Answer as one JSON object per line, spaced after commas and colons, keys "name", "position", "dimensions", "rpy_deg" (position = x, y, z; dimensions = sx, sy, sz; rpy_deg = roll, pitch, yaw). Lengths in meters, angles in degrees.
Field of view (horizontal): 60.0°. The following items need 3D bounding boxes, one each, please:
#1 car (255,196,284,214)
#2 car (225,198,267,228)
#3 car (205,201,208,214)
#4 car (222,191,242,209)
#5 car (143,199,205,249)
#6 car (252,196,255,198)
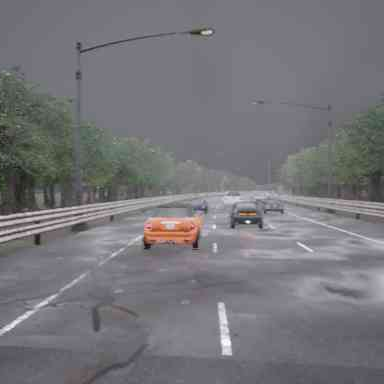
{"name": "car", "position": [7.575, 1.321, 31.980], "dimensions": [2.033, 1.411, 5.357], "rpy_deg": [0, 0, 5]}
{"name": "car", "position": [3.242, 1.357, 20.791], "dimensions": [1.837, 1.490, 4.892], "rpy_deg": [0, 1, 4]}
{"name": "car", "position": [0.604, 1.380, 32.405], "dimensions": [1.895, 1.301, 4.718], "rpy_deg": [0, 0, 5]}
{"name": "car", "position": [4.847, 0.943, 40.077], "dimensions": [2.150, 2.045, 5.566], "rpy_deg": [0, 0, 4]}
{"name": "car", "position": [-0.671, 1.252, 14.179], "dimensions": [2.097, 1.767, 4.553], "rpy_deg": [0, 0, 3]}
{"name": "car", "position": [8.724, 1.219, 44.638], "dimensions": [1.812, 1.442, 4.674], "rpy_deg": [0, 0, 7]}
